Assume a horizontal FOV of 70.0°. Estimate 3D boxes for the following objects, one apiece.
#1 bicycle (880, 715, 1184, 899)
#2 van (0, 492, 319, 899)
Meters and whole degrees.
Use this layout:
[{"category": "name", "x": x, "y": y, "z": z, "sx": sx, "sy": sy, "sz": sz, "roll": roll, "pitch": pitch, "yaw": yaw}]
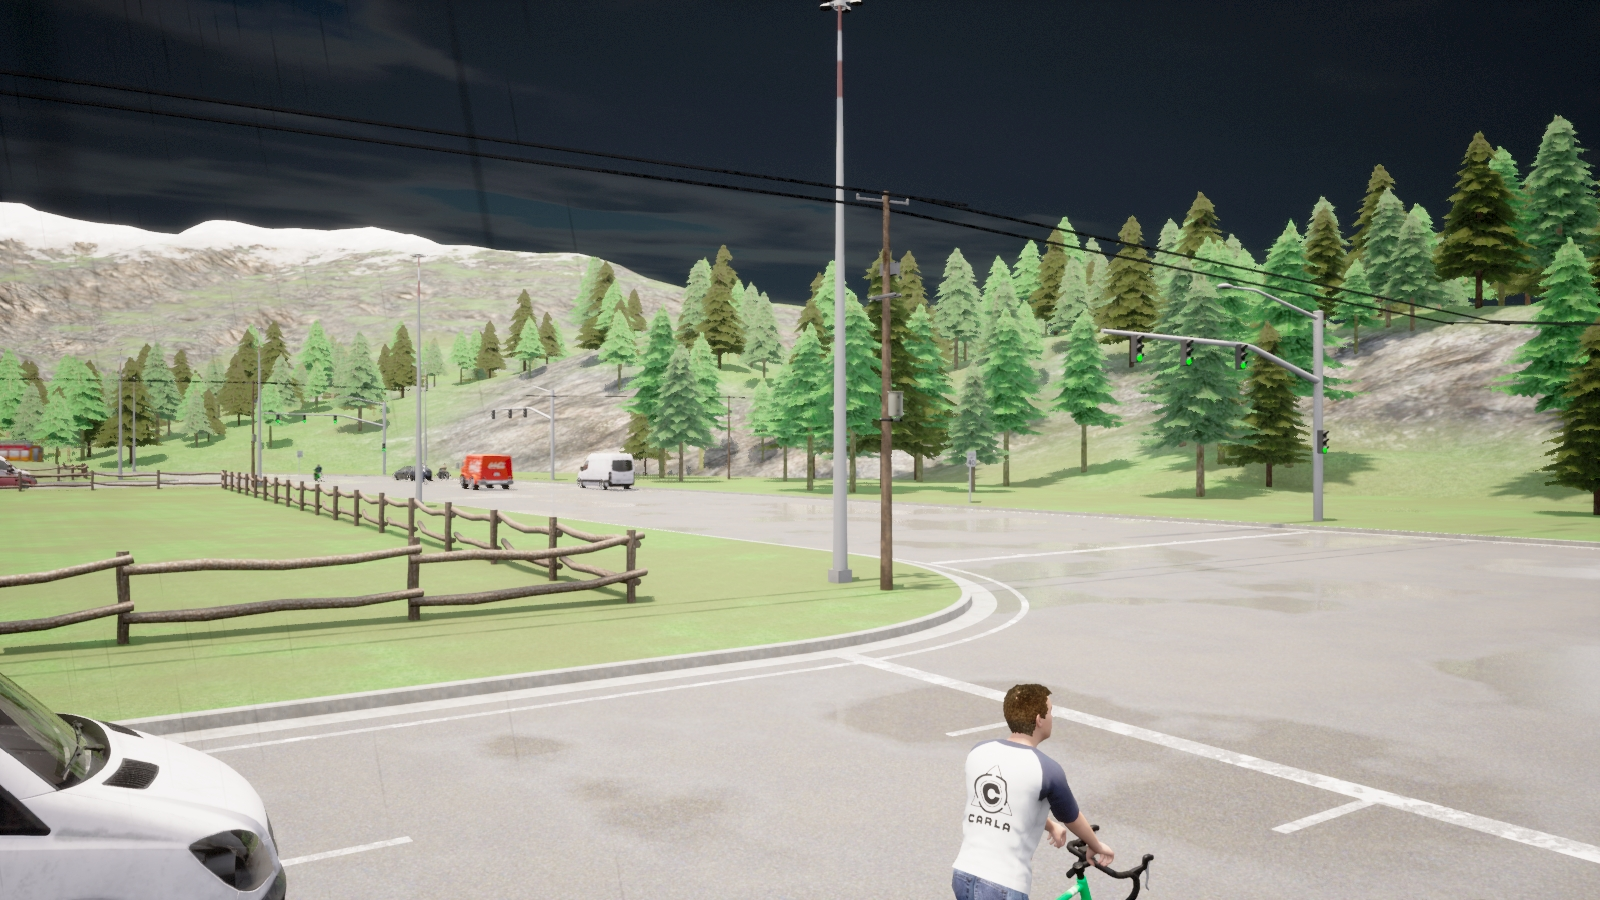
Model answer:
[{"category": "bicycle", "x": 1.060, "y": 2.053, "z": 4.957, "sx": 1.643, "sy": 1.496, "sz": 0.373, "roll": 0, "pitch": 0, "yaw": -41}, {"category": "van", "x": -5.215, "y": 1.535, "z": 4.399, "sx": 5.915, "sy": 2.561, "sz": 1.988, "roll": 0, "pitch": 0, "yaw": -35}]
